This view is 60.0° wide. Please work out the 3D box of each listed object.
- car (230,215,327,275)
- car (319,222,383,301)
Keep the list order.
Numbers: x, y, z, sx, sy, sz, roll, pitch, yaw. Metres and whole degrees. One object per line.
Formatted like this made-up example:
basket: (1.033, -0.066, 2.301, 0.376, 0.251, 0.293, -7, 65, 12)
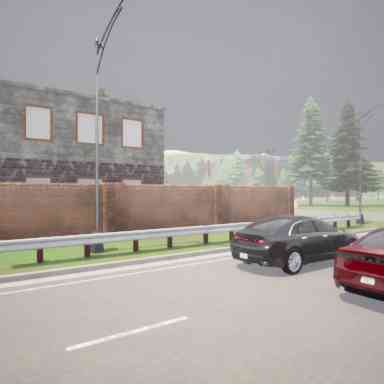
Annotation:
car: (3.400, 1.504, 10.515, 4.892, 1.490, 1.837, 0, 0, -35)
car: (5.258, 1.477, 7.543, 5.008, 1.535, 1.882, 0, 0, -35)
